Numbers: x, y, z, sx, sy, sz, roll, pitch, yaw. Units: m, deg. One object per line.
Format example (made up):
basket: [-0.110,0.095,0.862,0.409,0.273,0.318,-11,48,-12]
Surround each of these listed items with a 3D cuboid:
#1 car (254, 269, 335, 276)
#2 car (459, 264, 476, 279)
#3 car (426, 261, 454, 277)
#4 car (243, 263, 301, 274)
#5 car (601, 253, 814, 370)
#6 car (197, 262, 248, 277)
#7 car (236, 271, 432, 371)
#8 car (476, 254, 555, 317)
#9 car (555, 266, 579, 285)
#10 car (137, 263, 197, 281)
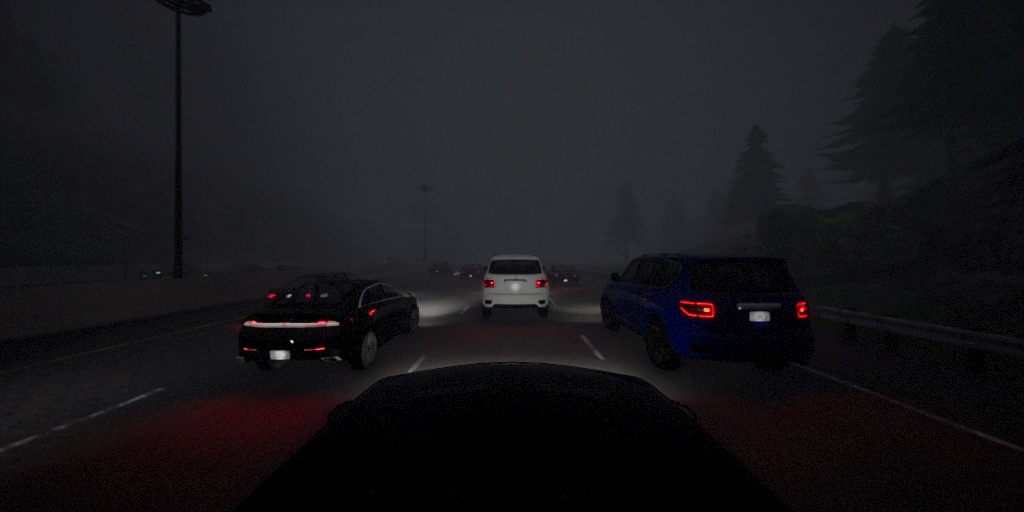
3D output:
car: [-6.905,1.295,13.693,2.033,1.411,5.357,0,0,0]
car: [-3.413,1.344,31.796,1.895,1.301,4.718,0,0,0]
car: [-6.913,1.234,35.537,2.128,1.511,4.902,0,0,0]
car: [-17.609,1.346,27.306,1.895,1.301,4.718,0,0,0]
car: [3.597,0.970,7.889,2.150,2.045,5.566,0,0,0]
car: [-21.109,1.292,28.079,2.033,1.411,5.357,0,0,0]
car: [-3.405,1.240,7.691,2.128,1.511,4.902,0,0,0]
car: [0.096,0.969,13.270,2.150,2.045,5.566,0,0,0]
car: [3.589,1.345,26.216,1.895,1.301,4.718,0,0,0]
car: [-28.105,1.270,29.767,1.812,1.442,4.674,0,0,0]
